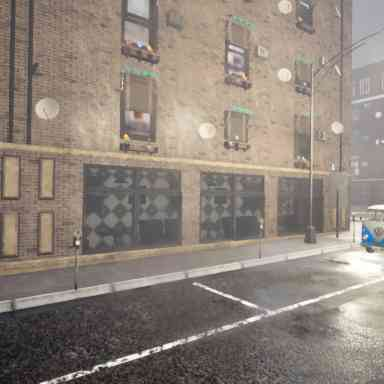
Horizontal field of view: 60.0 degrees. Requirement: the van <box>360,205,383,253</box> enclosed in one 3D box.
[{"bbox_3d":[7.819,1.345,12.230,3.998,1.788,1.690,0,1,-36],"label":"van"}]
